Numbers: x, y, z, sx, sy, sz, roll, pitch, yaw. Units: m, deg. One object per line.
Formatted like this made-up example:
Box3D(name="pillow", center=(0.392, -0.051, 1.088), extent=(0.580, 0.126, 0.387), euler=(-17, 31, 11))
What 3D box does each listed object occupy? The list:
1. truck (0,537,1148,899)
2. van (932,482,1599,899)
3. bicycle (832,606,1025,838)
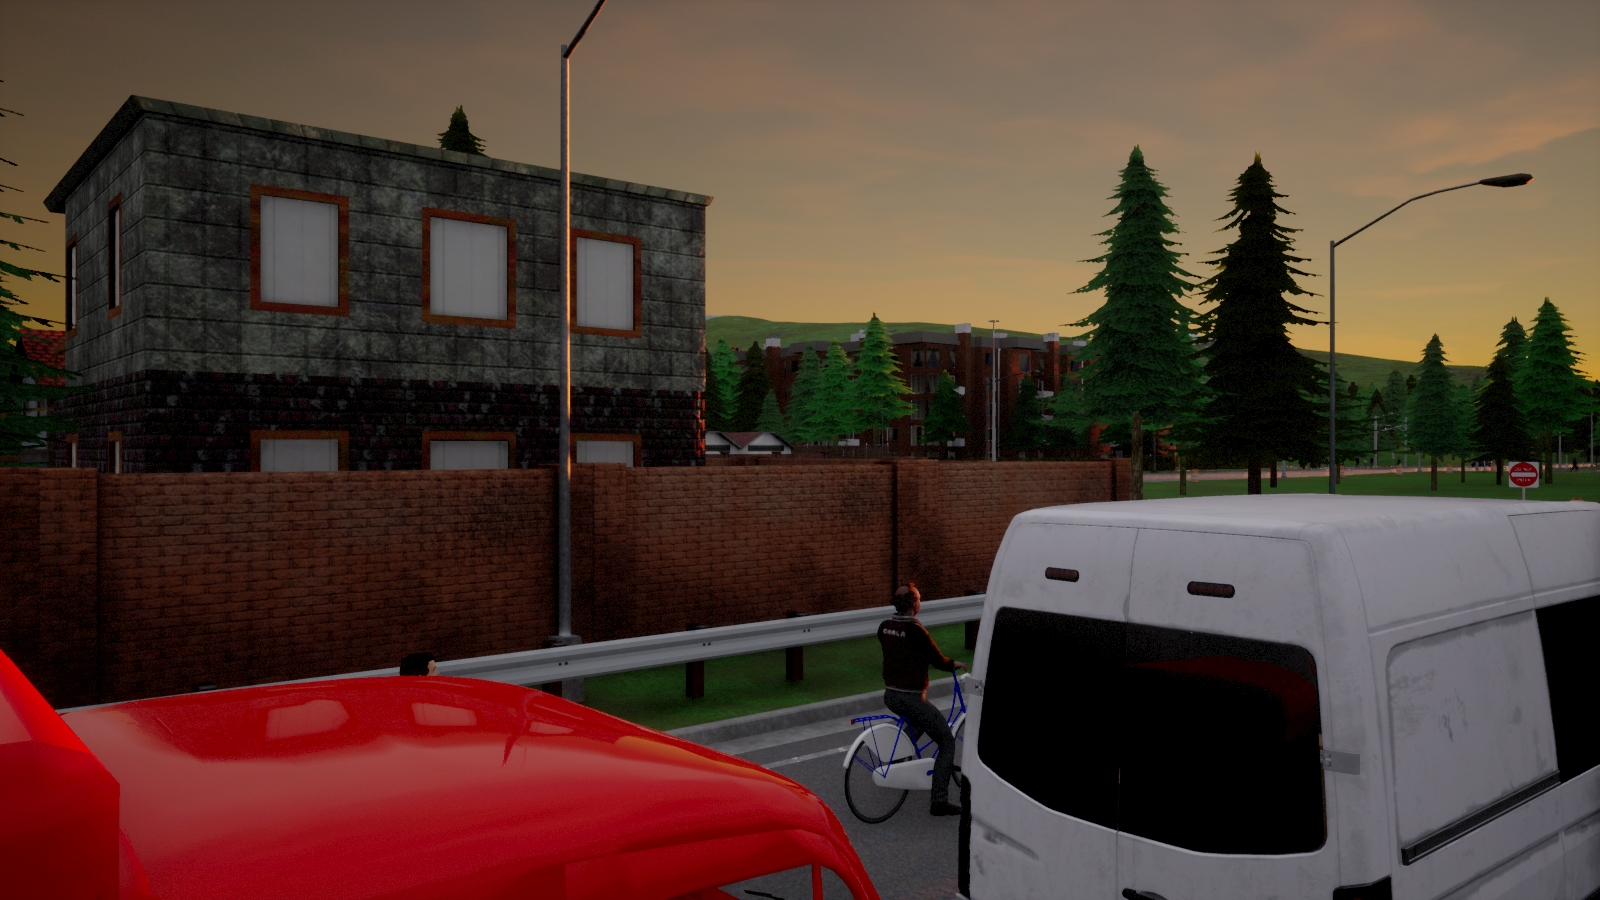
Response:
Box3D(name="truck", center=(-2.109, 1.568, 1.686), extent=(5.204, 2.467, 2.627), euler=(0, 0, -40))
Box3D(name="van", center=(3.509, 1.534, 6.458), extent=(5.915, 2.561, 1.988), euler=(0, 0, -40))
Box3D(name="bicycle", center=(1.045, 2.060, 8.955), extent=(1.835, 1.471, 0.329), euler=(0, 0, -40))
